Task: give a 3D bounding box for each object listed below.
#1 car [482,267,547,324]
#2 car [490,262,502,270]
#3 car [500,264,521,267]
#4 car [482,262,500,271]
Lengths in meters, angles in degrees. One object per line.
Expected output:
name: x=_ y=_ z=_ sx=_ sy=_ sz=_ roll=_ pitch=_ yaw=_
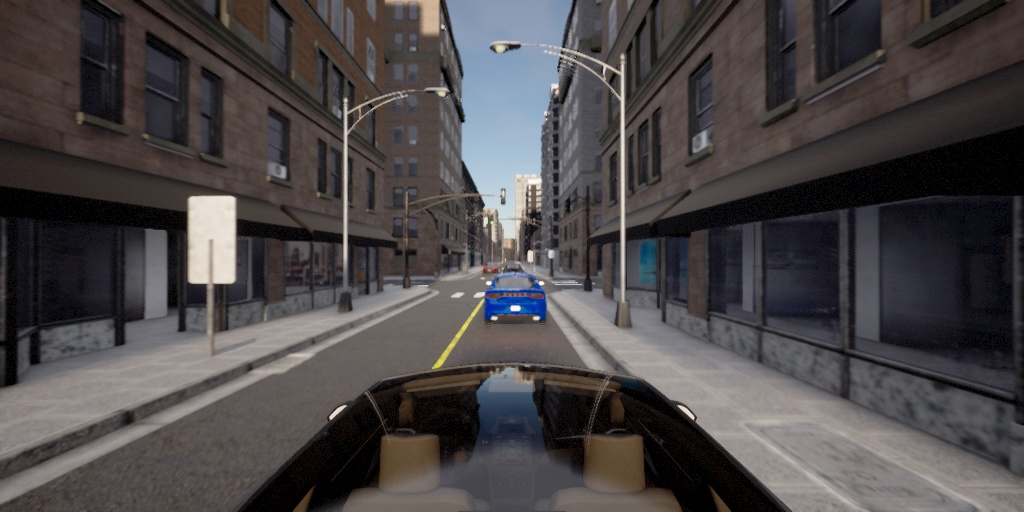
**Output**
car: x=0.107 y=1.303 z=12.310 sx=1.882 sy=1.535 sz=5.008 roll=0 pitch=0 yaw=0
car: x=-2.771 y=1.758 z=63.335 sx=1.812 sy=1.442 sz=4.674 roll=0 pitch=-1 yaw=1
car: x=0.108 y=1.488 z=33.406 sx=1.837 sy=1.490 sz=4.892 roll=0 pitch=0 yaw=0
car: x=-2.829 y=1.574 z=47.545 sx=1.882 sy=1.535 sz=5.008 roll=0 pitch=-1 yaw=0
